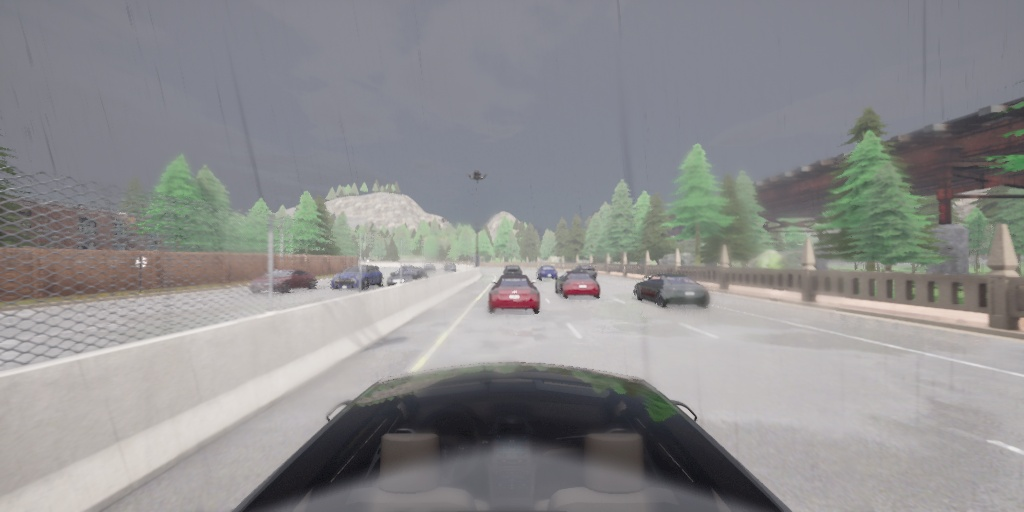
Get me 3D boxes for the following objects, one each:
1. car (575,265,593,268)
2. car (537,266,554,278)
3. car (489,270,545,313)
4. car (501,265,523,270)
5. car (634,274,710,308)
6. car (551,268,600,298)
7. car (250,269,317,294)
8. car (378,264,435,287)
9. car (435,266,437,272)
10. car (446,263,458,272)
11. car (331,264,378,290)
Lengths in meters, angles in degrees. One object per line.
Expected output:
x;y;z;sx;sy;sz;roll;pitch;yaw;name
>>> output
7.048;1.650;35.283;2.128;1.511;4.902;0;-1;-1;car
3.522;1.696;36.261;1.812;1.442;4.674;0;-1;-1;car
0.089;1.476;15.017;1.994;1.385;4.181;0;-1;0;car
0.046;1.665;35.401;1.837;1.490;4.892;0;-1;-1;car
7.089;1.492;16.296;1.994;1.385;4.181;0;-1;0;car
3.590;1.539;20.171;1.994;1.385;4.181;0;-1;0;car
-14.114;1.529;22.558;1.812;1.442;4.674;0;-1;0;car
-7.122;1.522;24.762;2.128;1.511;4.902;0;-1;0;car
-14.050;2.030;61.967;2.033;1.411;5.357;0;-1;-16;car
-10.331;1.963;60.982;2.128;1.511;4.902;0;-1;-13;car
-10.623;1.385;24.957;2.097;1.767;4.553;0;-1;0;car
